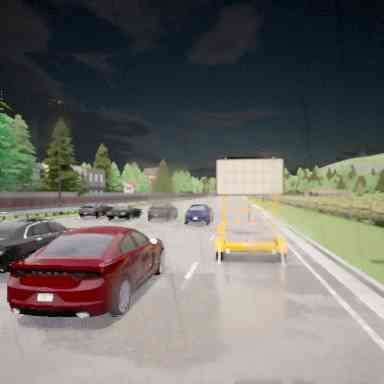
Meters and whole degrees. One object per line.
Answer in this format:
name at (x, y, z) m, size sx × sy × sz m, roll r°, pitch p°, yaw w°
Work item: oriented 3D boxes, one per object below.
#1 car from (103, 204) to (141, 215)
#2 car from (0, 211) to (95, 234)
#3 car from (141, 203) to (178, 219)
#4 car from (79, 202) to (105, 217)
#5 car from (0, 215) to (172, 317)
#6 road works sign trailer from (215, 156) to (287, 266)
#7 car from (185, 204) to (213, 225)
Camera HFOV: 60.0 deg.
car at (-5.903, 1.810, 29.643) m, size 1.895 × 1.301 × 4.718 m, roll 0°, pitch 0°, yaw 8°
car at (-5.100, 1.591, 10.589) m, size 1.837 × 1.490 × 4.892 m, roll 0°, pitch 0°, yaw 8°
car at (-2.470, 1.683, 28.918) m, size 2.128 × 1.511 × 4.902 m, roll 0°, pitch 0°, yaw 8°
car at (-9.106, 1.726, 31.959) m, size 2.128 × 1.511 × 4.902 m, roll 0°, pitch 0°, yaw 8°
car at (-1.975, 1.534, 7.728) m, size 1.882 × 1.535 × 5.008 m, roll 0°, pitch 0°, yaw 8°
road works sign trailer at (2.057, 0.533, 11.922) m, size 2.380 × 3.560 × 2.880 m, roll 0°, pitch 0°, yaw 8°
car at (0.576, 1.685, 25.599) m, size 1.812 × 1.442 × 4.674 m, roll 0°, pitch 0°, yaw 8°
